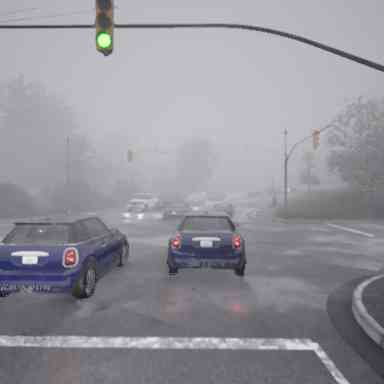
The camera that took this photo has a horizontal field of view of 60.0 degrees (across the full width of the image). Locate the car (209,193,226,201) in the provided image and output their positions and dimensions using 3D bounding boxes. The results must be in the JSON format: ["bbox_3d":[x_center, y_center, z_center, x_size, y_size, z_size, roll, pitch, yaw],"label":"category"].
[{"bbox_3d":[4.357,0.863,57.701,1.895,1.301,4.718,0,3,24],"label":"car"}]

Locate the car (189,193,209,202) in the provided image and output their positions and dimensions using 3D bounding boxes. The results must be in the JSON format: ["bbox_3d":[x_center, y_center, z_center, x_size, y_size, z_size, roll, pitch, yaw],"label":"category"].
[{"bbox_3d":[0.499,1.261,48.163,1.812,1.442,4.674,0,2,20],"label":"car"}]

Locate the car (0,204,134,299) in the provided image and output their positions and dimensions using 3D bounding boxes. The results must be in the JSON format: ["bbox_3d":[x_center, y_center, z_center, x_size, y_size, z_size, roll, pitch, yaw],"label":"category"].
[{"bbox_3d":[-3.118,1.366,8.683,2.097,1.767,4.553,0,0,2],"label":"car"}]

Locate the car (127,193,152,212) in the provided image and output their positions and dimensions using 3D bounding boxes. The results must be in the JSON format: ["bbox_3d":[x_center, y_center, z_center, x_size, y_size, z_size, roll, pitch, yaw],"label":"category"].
[{"bbox_3d":[-5.815,1.208,39.815,2.150,2.045,5.566,0,1,14],"label":"car"}]

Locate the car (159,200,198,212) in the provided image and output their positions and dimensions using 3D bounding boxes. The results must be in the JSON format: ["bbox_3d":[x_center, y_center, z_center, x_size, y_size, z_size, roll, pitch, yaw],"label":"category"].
[{"bbox_3d":[-1.046,1.616,28.121,1.994,1.385,4.181,0,0,11],"label":"car"}]

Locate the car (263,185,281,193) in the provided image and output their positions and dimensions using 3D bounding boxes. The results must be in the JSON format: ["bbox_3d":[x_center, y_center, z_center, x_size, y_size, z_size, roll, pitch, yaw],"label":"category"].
[{"bbox_3d":[17.906,-0.597,74.337,2.128,1.511,4.902,0,3,36],"label":"car"}]

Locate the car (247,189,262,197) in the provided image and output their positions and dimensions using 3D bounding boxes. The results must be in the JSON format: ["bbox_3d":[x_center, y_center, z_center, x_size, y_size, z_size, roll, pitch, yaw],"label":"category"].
[{"bbox_3d":[12.438,0.139,65.722,1.812,1.442,4.674,0,4,31],"label":"car"}]

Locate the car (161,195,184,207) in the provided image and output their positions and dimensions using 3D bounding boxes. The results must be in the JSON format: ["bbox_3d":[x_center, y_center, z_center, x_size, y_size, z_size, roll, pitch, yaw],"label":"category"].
[{"bbox_3d":[-2.779,1.299,49.391,1.994,1.385,4.181,0,2,19],"label":"car"}]

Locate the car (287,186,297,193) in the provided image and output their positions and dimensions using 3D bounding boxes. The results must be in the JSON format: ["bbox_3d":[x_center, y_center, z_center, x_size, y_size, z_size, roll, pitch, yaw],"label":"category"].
[{"bbox_3d":[21.529,-0.672,73.401,1.882,1.535,5.008,0,3,36],"label":"car"}]

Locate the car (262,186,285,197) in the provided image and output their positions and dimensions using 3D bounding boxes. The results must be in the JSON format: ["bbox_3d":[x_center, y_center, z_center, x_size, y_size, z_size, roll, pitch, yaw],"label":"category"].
[{"bbox_3d":[15.986,0.040,64.867,2.128,1.511,4.902,0,4,31],"label":"car"}]

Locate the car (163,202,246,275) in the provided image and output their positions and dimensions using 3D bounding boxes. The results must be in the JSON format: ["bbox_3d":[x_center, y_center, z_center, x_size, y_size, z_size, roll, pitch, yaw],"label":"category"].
[{"bbox_3d":[0.474,1.371,10.734,2.097,1.767,4.553,0,0,3],"label":"car"}]

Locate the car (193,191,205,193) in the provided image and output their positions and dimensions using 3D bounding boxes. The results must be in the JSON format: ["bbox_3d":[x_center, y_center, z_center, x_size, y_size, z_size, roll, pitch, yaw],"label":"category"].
[{"bbox_3d":[1.033,0.633,58.861,2.097,1.767,4.553,0,3,24],"label":"car"}]

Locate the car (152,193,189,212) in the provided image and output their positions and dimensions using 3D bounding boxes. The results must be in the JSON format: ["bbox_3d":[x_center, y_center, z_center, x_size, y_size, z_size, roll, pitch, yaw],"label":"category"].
[{"bbox_3d":[-2.391,1.205,39.062,2.150,2.045,5.566,0,1,14],"label":"car"}]
